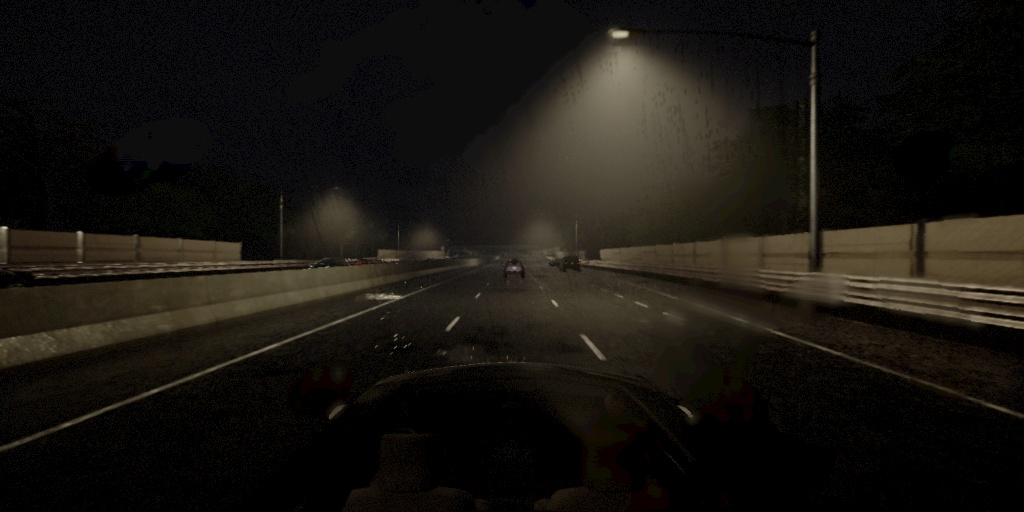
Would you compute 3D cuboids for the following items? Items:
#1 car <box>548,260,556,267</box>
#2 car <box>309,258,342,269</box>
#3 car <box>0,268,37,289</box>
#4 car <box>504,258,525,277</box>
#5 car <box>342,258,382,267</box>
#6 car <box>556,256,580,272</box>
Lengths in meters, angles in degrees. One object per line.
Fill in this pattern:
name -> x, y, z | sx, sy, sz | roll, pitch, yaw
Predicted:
car -> 7.484, 1.335, 63.448 | 1.895, 1.301, 4.718 | 0, 0, 1
car -> -17.413, 1.044, 34.322 | 2.097, 1.767, 4.553 | 0, 0, 1
car -> -23.813, 1.189, 15.198 | 2.128, 1.511, 4.902 | 0, 0, -3
car -> 0.239, 1.144, 34.723 | 2.033, 1.649, 4.856 | 0, 0, 1
car -> -13.914, 1.048, 34.284 | 2.097, 1.767, 4.553 | 0, 0, 1
car -> 7.310, 0.951, 45.786 | 2.150, 2.045, 5.566 | 0, 0, 1
